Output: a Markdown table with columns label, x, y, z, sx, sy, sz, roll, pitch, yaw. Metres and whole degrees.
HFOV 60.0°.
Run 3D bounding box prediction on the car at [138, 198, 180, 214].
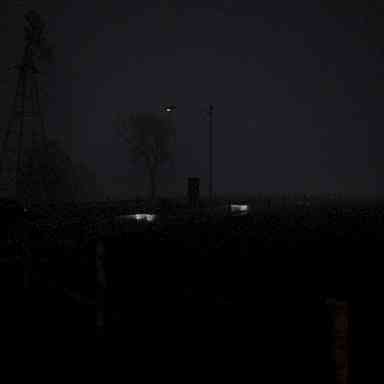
| label | x | y | z | sx | sy | sz | roll | pitch | yaw |
| --- | --- | --- | --- | --- | --- | --- | --- | --- | --- |
| car | -2.908 | 1.196 | 29.916 | 1.994 | 1.385 | 4.181 | 1 | 1 | 35 |

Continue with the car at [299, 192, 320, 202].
| label | x | y | z | sx | sy | sz | roll | pitch | yaw |
| --- | --- | --- | --- | --- | --- | --- | --- | --- | --- |
| car | 18.959 | 0.800 | 54.360 | 1.812 | 1.442 | 4.674 | 1 | 2 | 35 |

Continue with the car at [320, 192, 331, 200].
| label | x | y | z | sx | sy | sz | roll | pitch | yaw |
| --- | --- | --- | --- | --- | --- | --- | --- | --- | --- |
| car | 24.757 | 0.710 | 62.544 | 1.994 | 1.385 | 4.181 | 1 | 1 | 36 |

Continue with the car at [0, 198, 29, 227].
| label | x | y | z | sx | sy | sz | roll | pitch | yaw |
| --- | --- | --- | --- | --- | --- | --- | --- | --- | --- |
| car | -11.841 | 1.157 | 18.778 | 4.553 | 1.767 | 2.097 | -1 | 2 | -44 |

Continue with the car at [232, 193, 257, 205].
| label | x | y | z | sx | sy | sz | roll | pitch | yaw |
| --- | --- | --- | --- | --- | --- | --- | --- | --- | --- |
| car | 6.996 | 0.932 | 43.860 | 1.812 | 1.442 | 4.674 | 1 | 1 | 36 |
